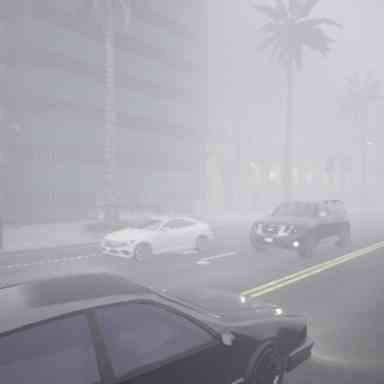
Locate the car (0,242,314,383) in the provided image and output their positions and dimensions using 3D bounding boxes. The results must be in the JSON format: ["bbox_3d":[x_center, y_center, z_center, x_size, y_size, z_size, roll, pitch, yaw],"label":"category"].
[{"bbox_3d":[-1.046,1.582,3.176,5.357,1.411,2.033,0,-1,-39],"label":"car"}]

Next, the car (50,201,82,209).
[{"bbox_3d":[-18.906,1.977,51.379,1.895,1.301,4.718,-1,-1,44],"label":"car"}]

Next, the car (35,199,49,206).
[{"bbox_3d":[-26.929,2.033,59.768,2.161,1.482,4.786,-1,-1,44],"label":"car"}]

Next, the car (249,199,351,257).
[{"bbox_3d":[4.583,1.316,13.531,2.150,2.045,5.566,-1,-1,44],"label":"car"}]

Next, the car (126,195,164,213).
[{"bbox_3d":[-5.071,1.378,39.077,2.435,2.045,5.566,-1,-1,44],"label":"car"}]

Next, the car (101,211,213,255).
[{"bbox_3d":[-1.141,1.639,12.721,4.674,1.442,1.812,0,-1,-45],"label":"car"}]
